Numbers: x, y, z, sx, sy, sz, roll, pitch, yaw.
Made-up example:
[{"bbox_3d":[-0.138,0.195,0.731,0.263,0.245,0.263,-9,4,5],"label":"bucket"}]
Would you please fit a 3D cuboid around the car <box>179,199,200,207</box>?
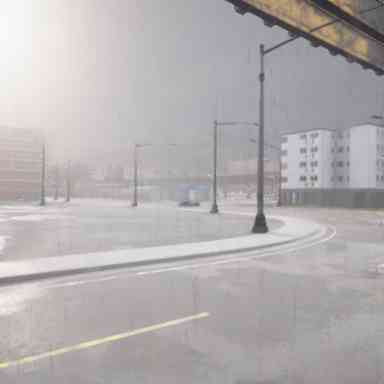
[{"bbox_3d":[-0.402,1.918,57.082,1.994,1.385,4.181,1,-1,-36],"label":"car"}]
